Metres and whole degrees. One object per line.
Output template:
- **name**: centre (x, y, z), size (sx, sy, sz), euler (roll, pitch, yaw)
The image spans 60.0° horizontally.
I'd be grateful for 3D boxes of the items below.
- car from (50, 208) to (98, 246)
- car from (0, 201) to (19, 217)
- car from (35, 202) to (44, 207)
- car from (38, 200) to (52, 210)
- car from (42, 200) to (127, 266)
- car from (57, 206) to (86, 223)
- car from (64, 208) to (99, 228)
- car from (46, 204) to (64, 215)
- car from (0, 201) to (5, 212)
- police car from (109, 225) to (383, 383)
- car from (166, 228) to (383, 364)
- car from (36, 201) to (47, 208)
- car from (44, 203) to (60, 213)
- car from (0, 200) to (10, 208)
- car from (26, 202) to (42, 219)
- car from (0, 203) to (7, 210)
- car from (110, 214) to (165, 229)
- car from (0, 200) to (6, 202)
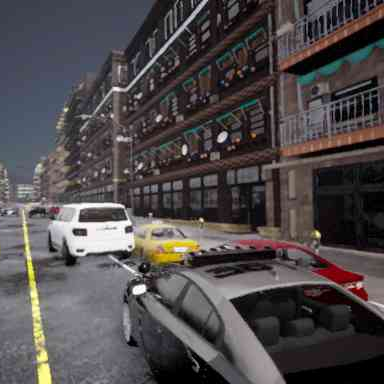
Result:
- **car**: centre (-6.679, 1.770, 18.367), size (1.801, 1.575, 5.366), euler (0, -1, -27)
- **car**: centre (-22.462, 2.277, 41.223), size (2.128, 1.511, 4.902), euler (0, -1, -27)
- **car**: centre (-39.286, 3.273, 85.505), size (1.802, 1.307, 4.206), euler (1, -2, -27)
- **car**: centre (-29.162, 2.567, 65.843), size (2.192, 1.841, 5.009), euler (1, -2, -27)
- **car**: centre (-4.060, 1.436, 12.722), size (2.150, 2.045, 5.566), euler (0, -1, -32)
- **car**: centre (-11.424, 2.099, 31.432), size (2.008, 1.369, 4.403), euler (2, -2, -27)
- **car**: centre (-8.893, 1.999, 26.514), size (1.887, 1.381, 4.507), euler (2, -2, -27)
- **car**: centre (-19.013, 2.385, 46.183), size (1.887, 1.381, 4.507), euler (1, -2, -27)
- **car**: centre (-33.635, 2.460, 57.389), size (2.192, 1.841, 5.009), euler (2, -2, -27)
- **police car**: centre (0.420, 1.481, 4.018), size (1.930, 1.638, 5.238), euler (0, -1, -22)
- **car**: centre (1.227, 1.635, 6.846), size (1.887, 1.381, 4.507), euler (2, -2, -27)
- **car**: centre (-34.225, 2.908, 75.674), size (1.967, 1.590, 4.097), euler (1, -2, -27)
- **car**: centre (-21.543, 2.486, 51.100), size (1.887, 1.381, 4.507), euler (1, -2, -27)
- **car**: centre (-46.286, 3.003, 81.972), size (2.192, 1.841, 5.009), euler (2, -2, -27)
- **car**: centre (-17.436, 2.191, 37.516), size (1.837, 1.490, 4.892), euler (0, -1, -27)
- **car**: centre (-38.700, 2.922, 67.217), size (1.947, 1.339, 4.313), euler (2, -2, -27)
- **car**: centre (-1.381, 1.707, 11.916), size (1.752, 1.417, 4.829), euler (2, -2, -27)
- **car**: centre (-31.106, 2.356, 52.472), size (2.192, 1.841, 5.009), euler (2, -2, -27)
